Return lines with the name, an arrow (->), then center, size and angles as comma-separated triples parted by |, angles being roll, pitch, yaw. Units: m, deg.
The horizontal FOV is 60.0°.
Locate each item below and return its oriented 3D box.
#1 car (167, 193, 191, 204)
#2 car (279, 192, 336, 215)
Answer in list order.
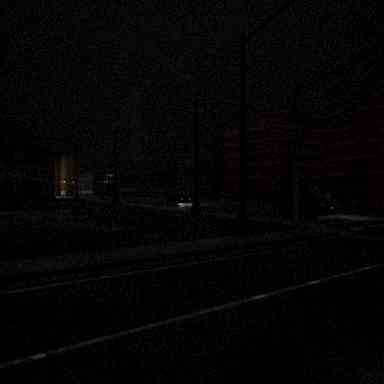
car -> -2.116, 0.953, 51.130 | 1.837, 1.490, 4.892 | 0, 1, -34
car -> 10.968, 1.040, 32.074 | 2.150, 2.045, 5.566 | 0, 1, -35
